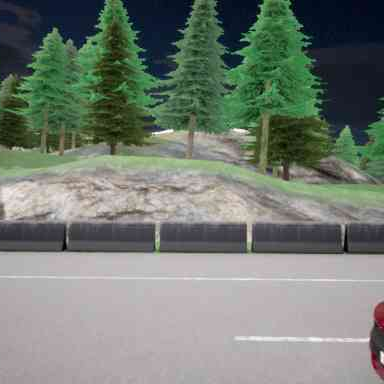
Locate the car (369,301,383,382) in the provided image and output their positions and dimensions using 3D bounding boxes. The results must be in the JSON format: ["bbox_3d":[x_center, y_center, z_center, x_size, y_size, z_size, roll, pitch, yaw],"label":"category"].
[{"bbox_3d":[4.506,1.489,3.343,5.008,1.535,1.882,0,0,2],"label":"car"}]
